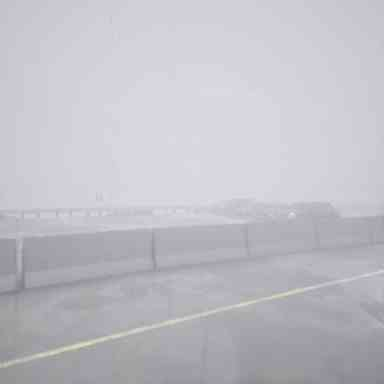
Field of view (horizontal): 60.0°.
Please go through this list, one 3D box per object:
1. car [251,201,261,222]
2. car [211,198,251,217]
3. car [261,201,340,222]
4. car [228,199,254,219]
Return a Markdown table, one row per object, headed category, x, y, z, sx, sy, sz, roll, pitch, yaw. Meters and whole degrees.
| category | x | y | z | sx | sy | sz | roll | pitch | yaw |
| --- | --- | --- | --- | --- | --- | --- | --- | --- | --- |
| car | 6.822 | 1.573 | 24.375 | 4.181 | 1.385 | 1.994 | 0 | 0 | -28 |
| car | 4.043 | 1.349 | 30.818 | 4.553 | 1.767 | 2.097 | 0 | 0 | -28 |
| car | 6.884 | 1.364 | 20.417 | 4.553 | 1.767 | 2.097 | 0 | 0 | -29 |
| car | 6.014 | 1.552 | 27.963 | 5.357 | 1.411 | 2.033 | 0 | 0 | -28 |
